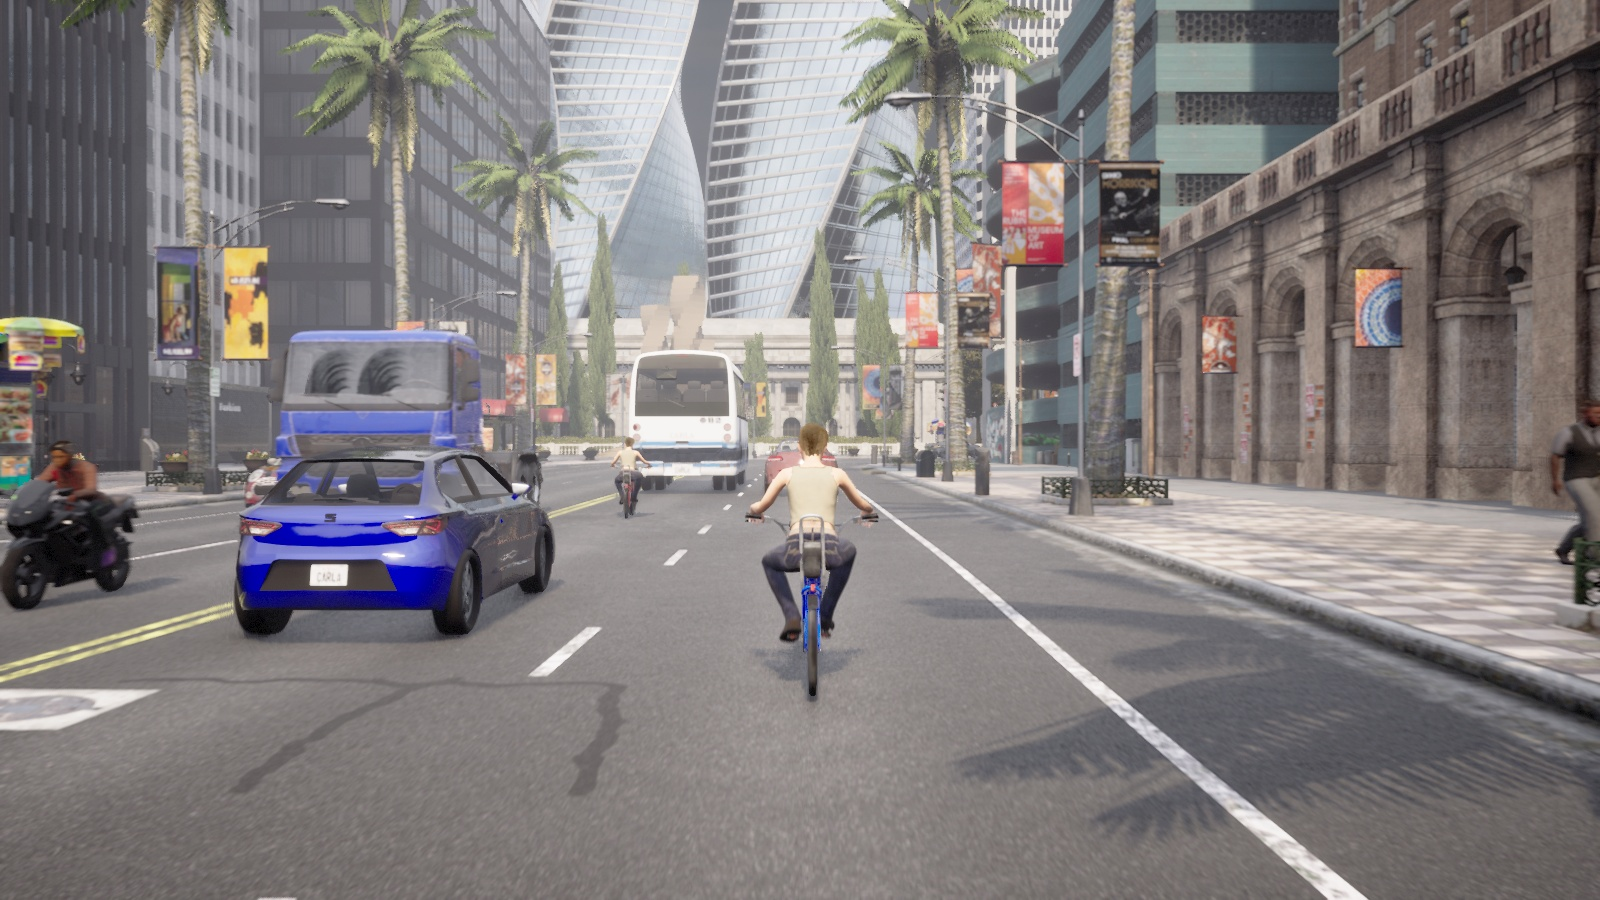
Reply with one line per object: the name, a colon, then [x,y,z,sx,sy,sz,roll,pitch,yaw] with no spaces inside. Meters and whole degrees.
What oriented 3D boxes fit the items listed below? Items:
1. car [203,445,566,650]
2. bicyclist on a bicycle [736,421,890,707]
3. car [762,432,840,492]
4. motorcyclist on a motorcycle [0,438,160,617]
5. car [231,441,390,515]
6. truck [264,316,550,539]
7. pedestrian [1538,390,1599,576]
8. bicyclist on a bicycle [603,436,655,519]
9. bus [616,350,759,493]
car: [-3.401,0.694,11.186,1.816,1.474,4.193,0,0,0]
bicyclist on a bicycle: [0.075,0.639,7.842,0.866,1.612,1.509,0,0,0]
car: [0.024,0.315,37.179,2.152,1.651,5.027,0,0,0]
motorcyclist on a motorcycle: [-6.898,0.657,11.711,0.797,1.523,2.044,0,0,0]
car: [-10.423,0.551,27.053,1.970,1.475,3.806,0,0,0]
truck: [-6.903,-0.374,23.490,2.891,3.462,7.936,0,0,0]
pedestrian: [8.304,0.335,13.181,0.563,1.883,0.849,0,0,-5]
bicyclist on a bicycle: [-3.409,0.538,25.140,0.866,1.612,1.509,0,0,-1]
bus: [-3.502,-0.872,42.348,3.944,4.253,10.273,0,0,0]
